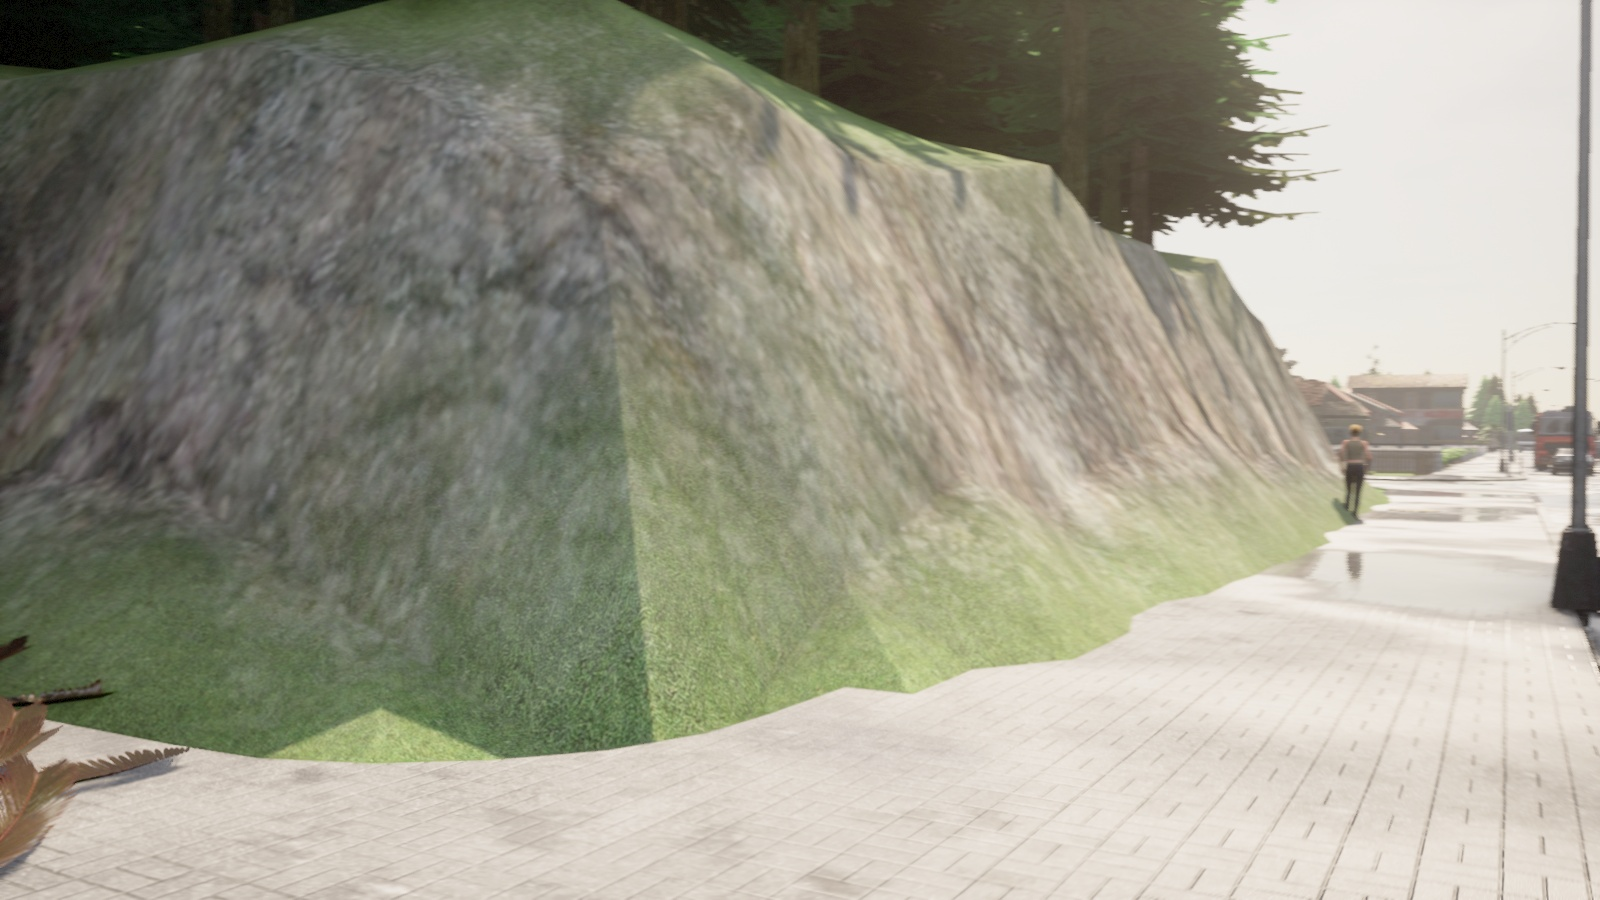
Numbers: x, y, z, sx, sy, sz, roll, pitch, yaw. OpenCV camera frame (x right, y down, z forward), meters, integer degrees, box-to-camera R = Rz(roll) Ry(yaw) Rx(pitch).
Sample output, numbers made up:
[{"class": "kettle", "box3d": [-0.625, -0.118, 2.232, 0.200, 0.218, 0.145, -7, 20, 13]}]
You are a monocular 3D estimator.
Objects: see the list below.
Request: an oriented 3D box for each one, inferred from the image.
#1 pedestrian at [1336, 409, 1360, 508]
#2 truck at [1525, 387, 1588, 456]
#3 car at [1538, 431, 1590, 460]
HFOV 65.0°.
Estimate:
[{"class": "pedestrian", "box3d": [10.274, 0.151, 23.552, 0.345, 1.836, 0.594, 0, 1, 29]}, {"class": "truck", "box3d": [44.732, -1.656, 74.482, 2.891, 3.827, 8.468, 0, 1, 29]}, {"class": "car", "box3d": [39.040, -0.272, 64.269, 2.033, 1.411, 5.357, 0, 1, 29]}]
